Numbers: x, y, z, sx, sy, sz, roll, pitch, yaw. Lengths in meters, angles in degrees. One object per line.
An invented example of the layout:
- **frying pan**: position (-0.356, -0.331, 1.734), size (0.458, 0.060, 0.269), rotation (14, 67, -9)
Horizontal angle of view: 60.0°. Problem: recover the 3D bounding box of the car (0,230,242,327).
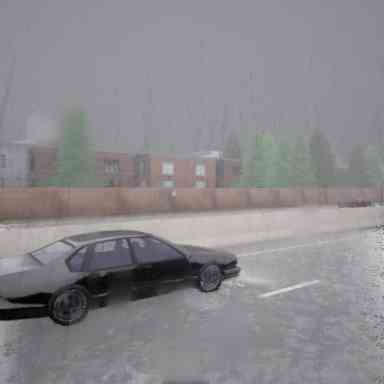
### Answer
- **car**: position (-1.450, 1.532, 7.011), size (5.357, 1.411, 2.033), rotation (0, 0, -36)
